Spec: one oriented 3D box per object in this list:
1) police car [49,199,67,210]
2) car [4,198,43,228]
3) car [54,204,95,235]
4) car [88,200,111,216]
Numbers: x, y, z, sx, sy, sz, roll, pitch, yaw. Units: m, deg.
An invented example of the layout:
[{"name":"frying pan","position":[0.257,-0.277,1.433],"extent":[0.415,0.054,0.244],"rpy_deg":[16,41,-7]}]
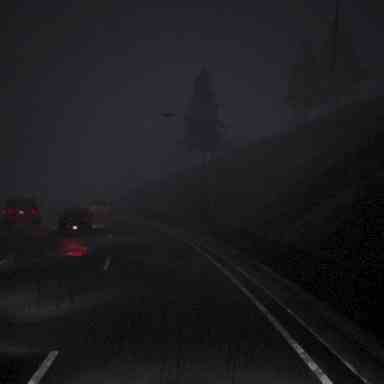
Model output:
[{"name":"police car","position":[-20.454,1.896,50.694],"extent":[1.930,1.638,5.238],"rpy_deg":[0,-1,-35]},{"name":"car","position":[-12.315,1.461,24.441],"extent":[2.150,2.045,5.566],"rpy_deg":[0,-1,-23]},{"name":"car","position":[-7.068,1.689,20.314],"extent":[1.837,1.490,4.892],"rpy_deg":[0,-1,-17]},{"name":"car","position":[-10.197,1.661,35.421],"extent":[2.097,1.767,4.553],"rpy_deg":[0,0,-30]}]
